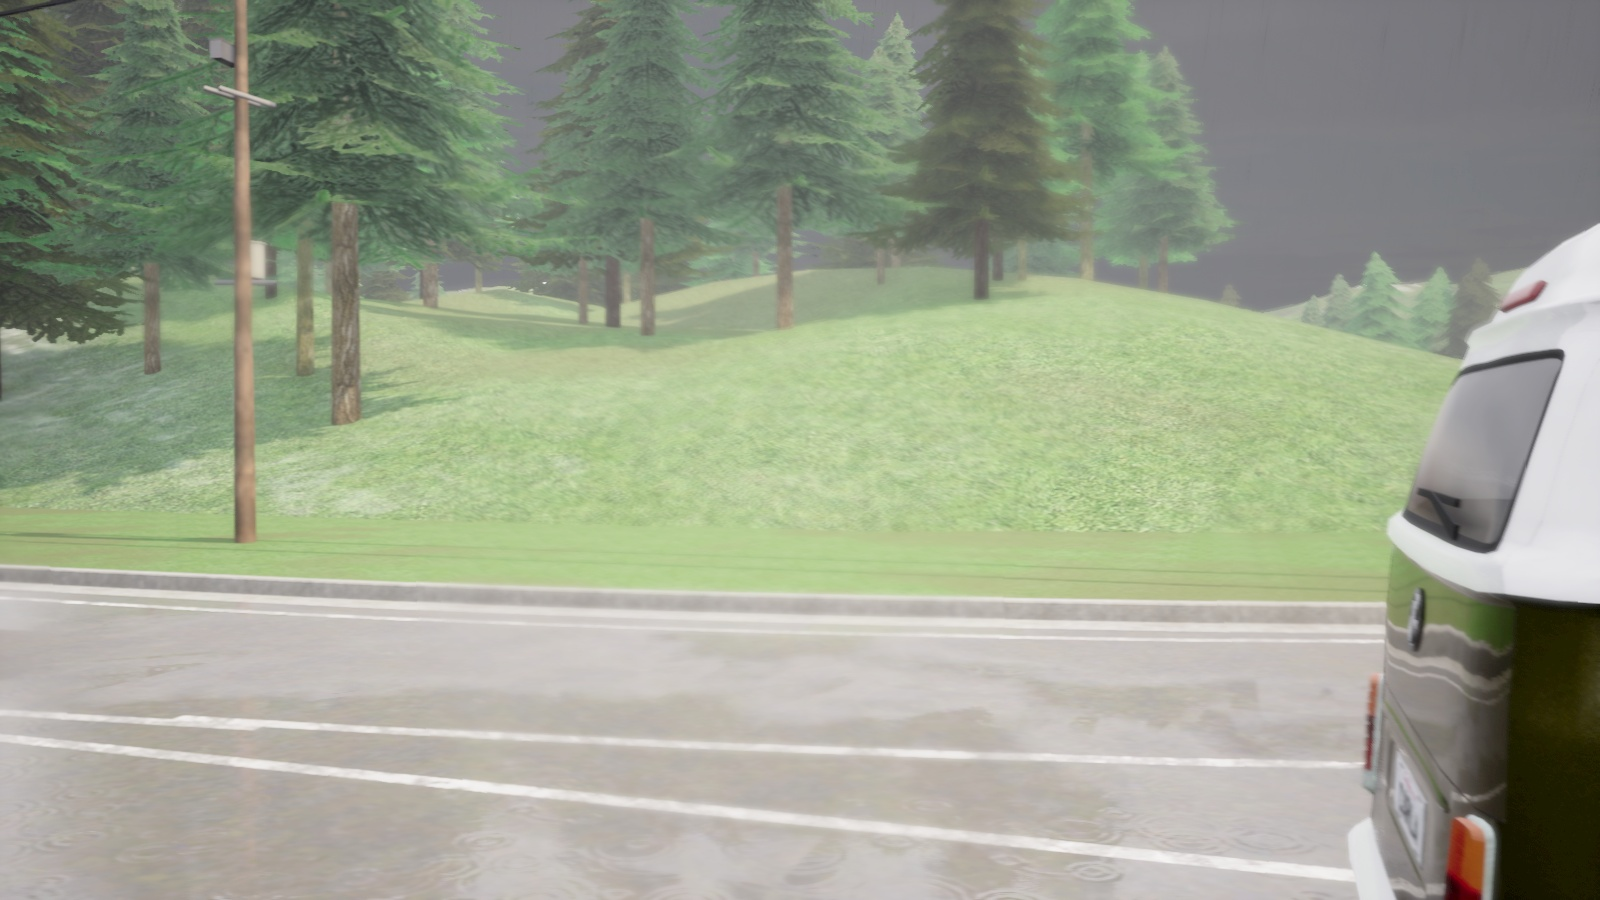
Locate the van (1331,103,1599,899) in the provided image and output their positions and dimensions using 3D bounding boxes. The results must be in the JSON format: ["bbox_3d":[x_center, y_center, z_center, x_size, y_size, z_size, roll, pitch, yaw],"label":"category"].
[{"bbox_3d":[3.380,0.536,2.052,4.480,2.038,2.069,0,1,19],"label":"van"}]
